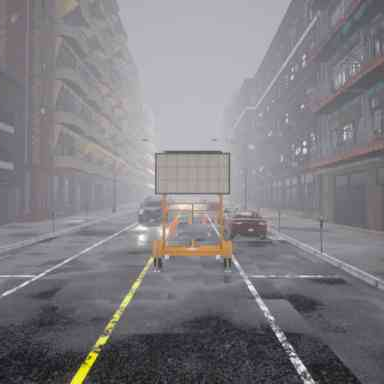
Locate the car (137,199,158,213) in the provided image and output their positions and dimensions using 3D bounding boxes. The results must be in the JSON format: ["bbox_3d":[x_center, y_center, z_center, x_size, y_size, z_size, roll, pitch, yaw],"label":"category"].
[{"bbox_3d":[-5.177,1.593,39.101,1.752,1.417,4.829,2,0,0],"label":"car"}]

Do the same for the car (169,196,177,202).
[{"bbox_3d":[-5.024,1.830,89.045,1.947,1.339,4.313,1,0,0],"label":"car"}]

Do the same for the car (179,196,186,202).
[{"bbox_3d":[-2.477,1.811,88.975,2.033,1.411,5.357,0,0,0],"label":"car"}]

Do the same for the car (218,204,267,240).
[{"bbox_3d":[2.635,1.564,17.061,1.887,1.381,4.507,1,0,0],"label":"car"}]

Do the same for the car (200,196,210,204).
[{"bbox_3d":[2.816,1.625,72.369,1.967,1.590,4.097,1,0,0],"label":"car"}]

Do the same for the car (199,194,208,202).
[{"bbox_3d":[2.811,1.550,83.431,2.192,1.841,5.009,1,0,0],"label":"car"}]

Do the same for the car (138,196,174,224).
[{"bbox_3d":[-2.773,1.386,25.306,2.097,1.767,4.553,0,0,0],"label":"car"}]

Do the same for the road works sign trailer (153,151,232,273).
[{"bbox_3d":[0.021,0.474,10.750,2.380,3.560,2.880,0,0,0],"label":"road works sign trailer"}]

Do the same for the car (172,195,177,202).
[{"bbox_3d":[-5.069,1.500,72.454,2.192,1.841,5.009,1,0,0],"label":"car"}]

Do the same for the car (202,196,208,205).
[{"bbox_3d":[2.720,1.634,44.715,2.008,1.369,4.403,1,0,0],"label":"car"}]

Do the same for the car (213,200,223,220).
[{"bbox_3d":[2.653,1.554,22.763,1.752,1.417,4.829,1,0,0],"label":"car"}]

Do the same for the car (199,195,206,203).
[{"bbox_3d":[2.772,1.683,61.307,1.887,1.381,4.507,1,0,0],"label":"car"}]

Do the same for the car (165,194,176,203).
[{"bbox_3d":[-5.051,1.525,77.984,2.192,1.841,5.009,1,0,0],"label":"car"}]

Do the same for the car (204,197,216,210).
[{"bbox_3d":[2.703,1.613,39.183,1.887,1.381,4.507,1,0,0],"label":"car"}]
